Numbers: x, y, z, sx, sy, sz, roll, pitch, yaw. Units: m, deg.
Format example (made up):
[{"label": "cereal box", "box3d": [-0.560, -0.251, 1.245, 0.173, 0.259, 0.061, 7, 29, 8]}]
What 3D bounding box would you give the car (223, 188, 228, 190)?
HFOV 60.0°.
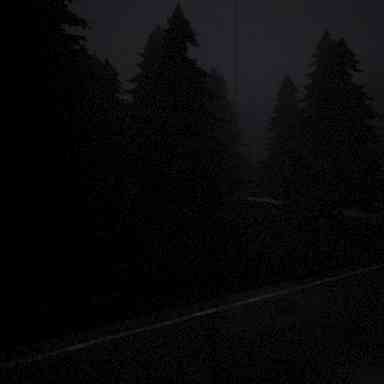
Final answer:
[{"label": "car", "box3d": [6.178, -0.140, 46.340, 2.128, 1.511, 4.902, 0, 5, -31]}]
